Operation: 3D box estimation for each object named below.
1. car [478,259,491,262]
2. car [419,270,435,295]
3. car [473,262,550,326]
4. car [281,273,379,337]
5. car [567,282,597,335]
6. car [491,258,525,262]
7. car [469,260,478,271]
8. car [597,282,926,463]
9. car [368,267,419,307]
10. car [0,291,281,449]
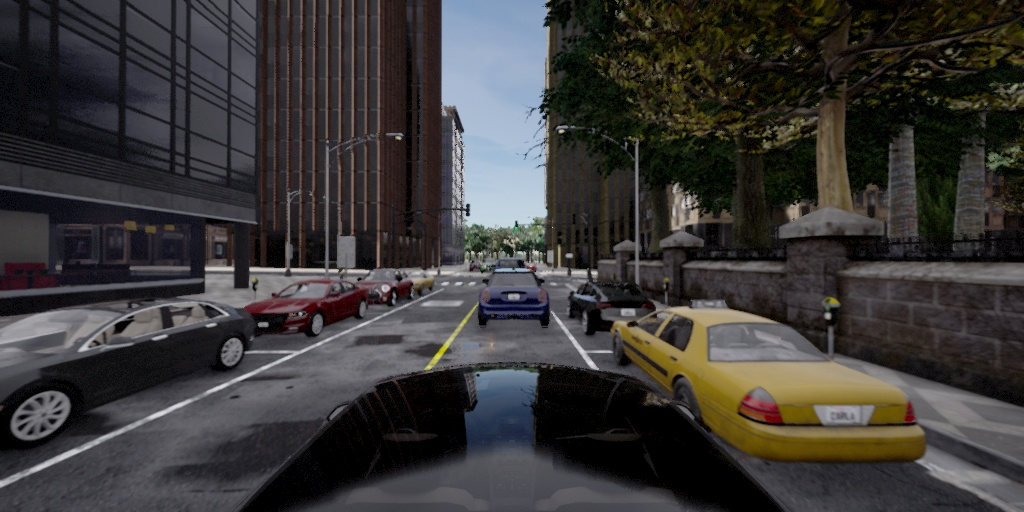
[{"bbox_3d":[-3.160,1.392,50.366,2.150,2.045,5.566,0,-1,0],"label":"car"},{"bbox_3d":[-5.786,1.444,21.308,1.751,1.417,4.829,0,0,0],"label":"car"},{"bbox_3d":[0.055,1.190,12.171,2.097,1.767,4.553,0,-1,0],"label":"car"},{"bbox_3d":[-5.773,1.370,10.565,1.888,1.381,4.507,0,0,0],"label":"car"},{"bbox_3d":[2.752,1.390,10.577,1.948,1.339,4.313,0,0,0],"label":"car"},{"bbox_3d":[-0.194,1.167,24.520,2.150,2.045,5.566,0,0,-3],"label":"car"},{"bbox_3d":[-5.831,1.561,58.884,2.192,1.841,5.009,0,0,0],"label":"car"},{"bbox_3d":[2.759,1.304,5.291,1.751,1.417,4.829,0,0,0],"label":"car"},{"bbox_3d":[-5.779,1.311,16.022,1.967,1.591,4.097,0,0,0],"label":"car"},{"bbox_3d":[-5.766,1.329,5.108,2.007,1.370,4.403,0,0,0],"label":"car"}]
